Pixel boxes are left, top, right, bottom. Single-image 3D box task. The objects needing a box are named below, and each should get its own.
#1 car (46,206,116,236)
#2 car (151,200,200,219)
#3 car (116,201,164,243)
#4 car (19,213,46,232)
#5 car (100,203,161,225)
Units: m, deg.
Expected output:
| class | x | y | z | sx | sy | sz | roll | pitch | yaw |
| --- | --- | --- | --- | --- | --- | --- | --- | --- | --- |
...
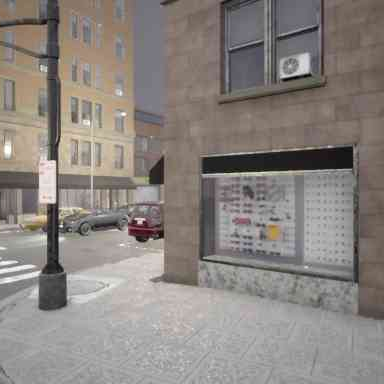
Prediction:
| class | x | y | z | sx | sy | sz | roll | pitch | yaw |
| --- | --- | --- | --- | --- | --- | --- | --- | --- | --- |
| car | -5.515 | 1.557 | 18.573 | 1.994 | 1.385 | 4.181 | 0 | 0 | 35 |
| car | -1.359 | 1.496 | 29.383 | 1.752 | 1.417 | 4.829 | 0 | 0 | 35 |
| car | -0.732 | 1.306 | 15.346 | 2.192 | 1.841 | 5.009 | 0 | 0 | 35 |
| car | -7.815 | 1.519 | 20.096 | 1.752 | 1.417 | 4.829 | 0 | 0 | 35 |
| car | -4.489 | 1.548 | 24.880 | 1.947 | 1.339 | 4.313 | 0 | 0 | 35 |
